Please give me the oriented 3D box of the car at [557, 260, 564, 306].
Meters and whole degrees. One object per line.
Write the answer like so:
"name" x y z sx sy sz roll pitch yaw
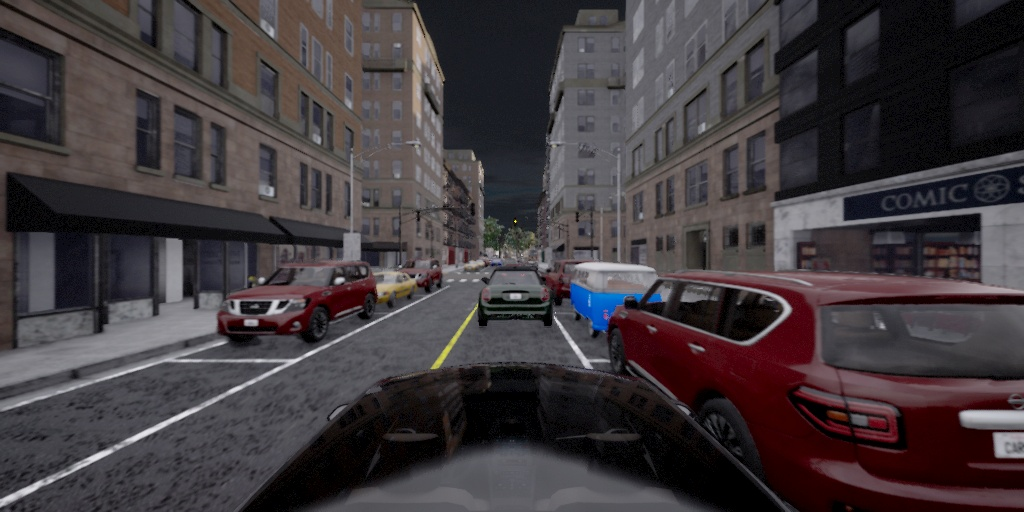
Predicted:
"car" 2.639 1.061 15.609 2.192 1.841 5.009 0 0 0

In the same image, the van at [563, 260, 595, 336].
"van" 2.639 1.089 9.930 1.690 1.789 3.998 0 0 0

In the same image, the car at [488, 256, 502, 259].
"car" -2.770 1.211 64.020 1.882 1.535 5.008 0 0 1

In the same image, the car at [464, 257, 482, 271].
"car" -5.410 1.262 48.127 1.751 1.417 4.829 0 0 0

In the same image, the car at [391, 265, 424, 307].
"car" -5.398 1.272 15.440 1.751 1.417 4.829 0 0 0

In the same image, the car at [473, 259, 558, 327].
"car" 0.066 1.100 11.718 2.097 1.767 4.553 0 0 -1

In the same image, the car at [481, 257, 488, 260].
"car" -5.405 1.259 59.090 1.751 1.417 4.829 0 0 0

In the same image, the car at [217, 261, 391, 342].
"car" -5.398 1.063 9.933 2.192 1.841 5.009 0 0 0

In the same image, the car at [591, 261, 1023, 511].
"car" 2.638 1.064 4.251 2.192 1.841 5.009 0 0 0

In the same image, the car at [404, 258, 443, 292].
"car" -5.398 1.059 21.290 2.192 1.841 5.009 0 0 0
